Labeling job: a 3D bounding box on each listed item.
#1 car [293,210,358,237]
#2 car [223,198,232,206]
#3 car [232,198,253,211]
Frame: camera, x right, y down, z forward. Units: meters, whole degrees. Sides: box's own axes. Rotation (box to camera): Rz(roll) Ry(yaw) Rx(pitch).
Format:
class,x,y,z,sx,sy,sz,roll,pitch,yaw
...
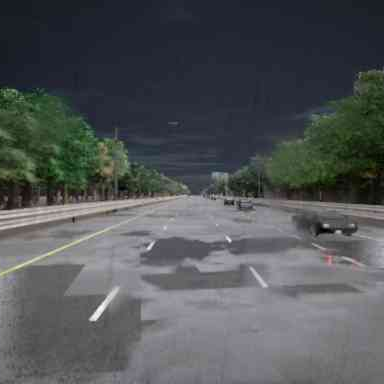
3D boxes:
class,x,y,z,sx,sy,sz,roll,pitch,yaw
car,7.017,1.643,18.138,1.895,1.301,4.718,0,0,0
car,7.230,1.865,65.679,1.882,1.535,5.008,0,0,0
car,7.109,1.718,45.348,2.128,1.511,4.902,0,0,0
